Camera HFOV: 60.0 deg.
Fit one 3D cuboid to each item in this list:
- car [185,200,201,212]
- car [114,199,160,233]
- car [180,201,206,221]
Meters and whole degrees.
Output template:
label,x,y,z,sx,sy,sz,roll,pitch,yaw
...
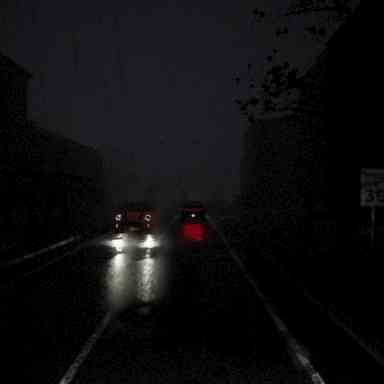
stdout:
label,x,y,z,sx,sy,sz,roll,pitch,yaw
car,0.086,1.779,42.874,1.994,1.385,4.181,0,-1,0
car,-3.105,1.344,19.473,2.097,1.767,4.553,0,0,0
car,0.093,1.519,27.046,1.837,1.490,4.892,0,-1,0
